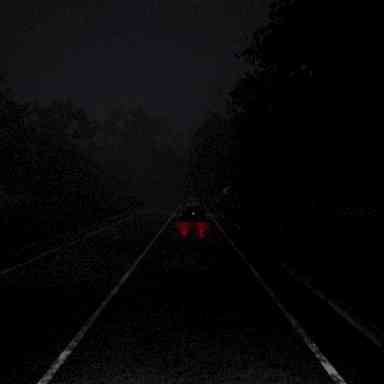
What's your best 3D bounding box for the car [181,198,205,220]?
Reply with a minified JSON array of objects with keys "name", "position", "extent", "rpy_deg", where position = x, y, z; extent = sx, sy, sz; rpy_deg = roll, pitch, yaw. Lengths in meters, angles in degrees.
[{"name":"car","position":[0.093,1.458,27.679],"extent":[1.812,1.442,4.674],"rpy_deg":[0,0,0]}]
